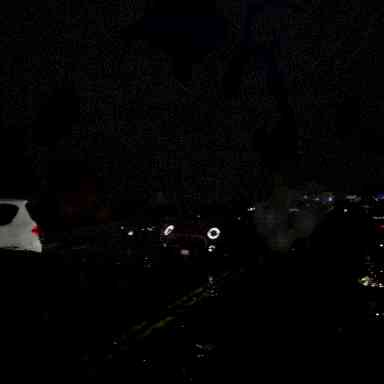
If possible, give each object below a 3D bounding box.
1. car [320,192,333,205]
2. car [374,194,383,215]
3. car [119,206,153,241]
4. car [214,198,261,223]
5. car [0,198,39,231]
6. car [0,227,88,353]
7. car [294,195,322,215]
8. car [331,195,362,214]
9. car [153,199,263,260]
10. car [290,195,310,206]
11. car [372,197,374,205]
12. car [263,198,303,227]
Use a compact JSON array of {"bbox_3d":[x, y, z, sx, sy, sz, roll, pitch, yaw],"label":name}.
[{"bbox_3d":[17.830,0.875,44.424,2.097,1.767,4.553,0,1,28],"label":"car"},{"bbox_3d":[16.579,1.149,27.960,1.837,1.490,4.892,0,0,28],"label":"car"},{"bbox_3d":[-1.267,1.342,15.076,1.837,1.490,4.892,0,1,28],"label":"car"},{"bbox_3d":[3.391,1.252,23.979,1.812,1.442,4.674,0,1,28],"label":"car"},{"bbox_3d":[-5.746,1.165,6.496,2.150,2.045,5.566,0,1,28],"label":"car"},{"bbox_3d":[-3.359,1.489,4.048,1.812,1.442,4.674,0,1,28],"label":"car"},{"bbox_3d":[10.063,1.246,29.666,1.895,1.301,4.718,0,1,28],"label":"car"},{"bbox_3d":[13.993,1.231,30.031,1.895,1.301,4.718,0,1,28],"label":"car"},{"bbox_3d":[0.824,1.217,12.055,2.097,1.767,4.553,0,1,28],"label":"car"},{"bbox_3d":[14.922,1.118,45.877,1.895,1.301,4.718,0,1,28],"label":"car"},{"bbox_3d":[23.237,1.013,40.628,1.812,1.442,4.674,0,0,28],"label":"car"},{"bbox_3d":[5.427,1.319,20.867,1.994,1.385,4.181,0,1,27],"label":"car"}]
